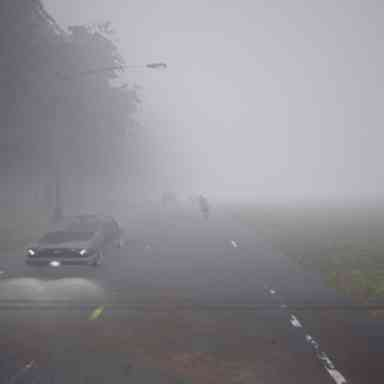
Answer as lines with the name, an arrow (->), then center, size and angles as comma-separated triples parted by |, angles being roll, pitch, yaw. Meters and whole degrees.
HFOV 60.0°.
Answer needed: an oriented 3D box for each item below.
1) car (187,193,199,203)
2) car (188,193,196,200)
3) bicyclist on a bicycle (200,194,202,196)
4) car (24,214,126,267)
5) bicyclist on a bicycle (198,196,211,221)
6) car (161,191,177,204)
car -> 0.145, 1.131, 56.090 | 2.033, 1.411, 5.357 | 0, 1, 0
car -> 0.064, 0.931, 73.910 | 1.812, 1.442, 4.674 | 0, 1, 0
bicyclist on a bicycle -> 0.993, 1.139, 35.814 | 0.659, 1.776, 1.843 | 0, 1, 0
car -> -3.592, 1.488, 11.398 | 2.033, 1.411, 5.357 | 0, 0, 0
bicyclist on a bicycle -> 0.981, 1.296, 24.113 | 0.866, 1.612, 1.509 | 0, 0, 0
car -> -3.530, 0.841, 52.226 | 2.150, 2.045, 5.566 | 0, 1, 0
